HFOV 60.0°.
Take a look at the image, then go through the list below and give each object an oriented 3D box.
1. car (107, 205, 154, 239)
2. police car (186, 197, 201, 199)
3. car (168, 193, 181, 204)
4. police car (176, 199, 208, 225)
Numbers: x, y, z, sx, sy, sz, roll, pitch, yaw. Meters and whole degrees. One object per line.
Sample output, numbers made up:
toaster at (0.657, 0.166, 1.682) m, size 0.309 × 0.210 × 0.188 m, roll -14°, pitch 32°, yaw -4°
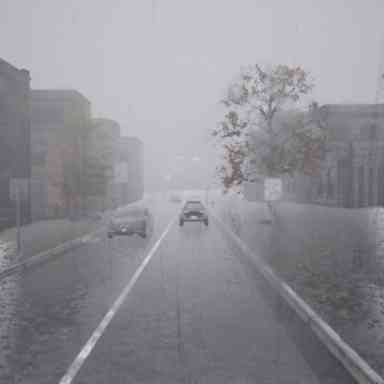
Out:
car at (-3.077, 1.496, 17.430) m, size 1.837 × 1.490 × 4.892 m, roll 0°, pitch 0°, yaw 0°
police car at (0.159, 1.405, 42.697) m, size 1.930 × 1.638 × 5.238 m, roll 0°, pitch 0°, yaw 0°
car at (-2.971, 1.107, 58.035) m, size 2.097 × 1.767 × 4.553 m, roll 0°, pitch 2°, yaw 1°
police car at (0.131, 1.493, 24.112) m, size 2.038 × 1.542 × 4.974 m, roll 0°, pitch 0°, yaw 0°
